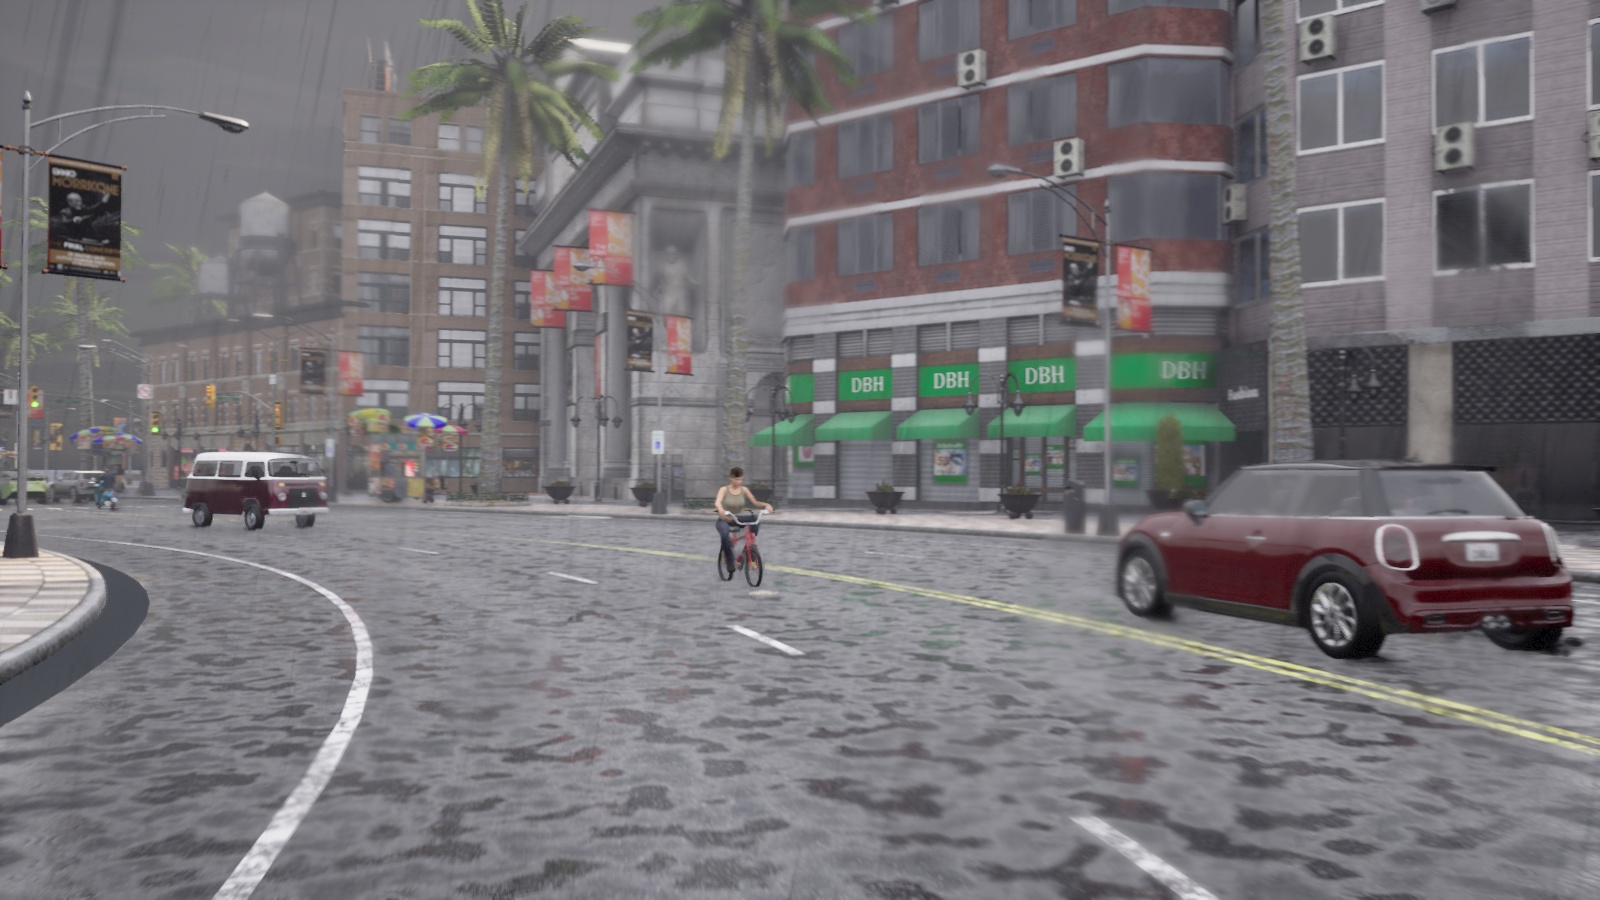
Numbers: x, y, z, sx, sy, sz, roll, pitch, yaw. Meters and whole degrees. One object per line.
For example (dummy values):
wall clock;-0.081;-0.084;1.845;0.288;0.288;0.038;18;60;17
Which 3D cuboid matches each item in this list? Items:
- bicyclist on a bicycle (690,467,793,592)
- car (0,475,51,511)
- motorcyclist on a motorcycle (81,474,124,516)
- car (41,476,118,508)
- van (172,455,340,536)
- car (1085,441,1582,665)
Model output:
bicyclist on a bicycle;-0.821;1.044;17.184;0.866;1.612;1.509;0;-1;-26
car;-35.211;1.885;55.740;4.514;1.525;2.007;-1;-1;40
motorcyclist on a motorcycle;-27.211;1.735;48.981;1.817;1.590;0.866;-1;-1;40
car;-34.082;1.958;59.368;3.806;1.475;1.970;-1;-1;40
van;-14.559;1.178;33.539;4.480;2.038;2.069;-1;-1;35
car;4.897;0.855;12.415;2.097;1.767;4.553;0;-1;-16
